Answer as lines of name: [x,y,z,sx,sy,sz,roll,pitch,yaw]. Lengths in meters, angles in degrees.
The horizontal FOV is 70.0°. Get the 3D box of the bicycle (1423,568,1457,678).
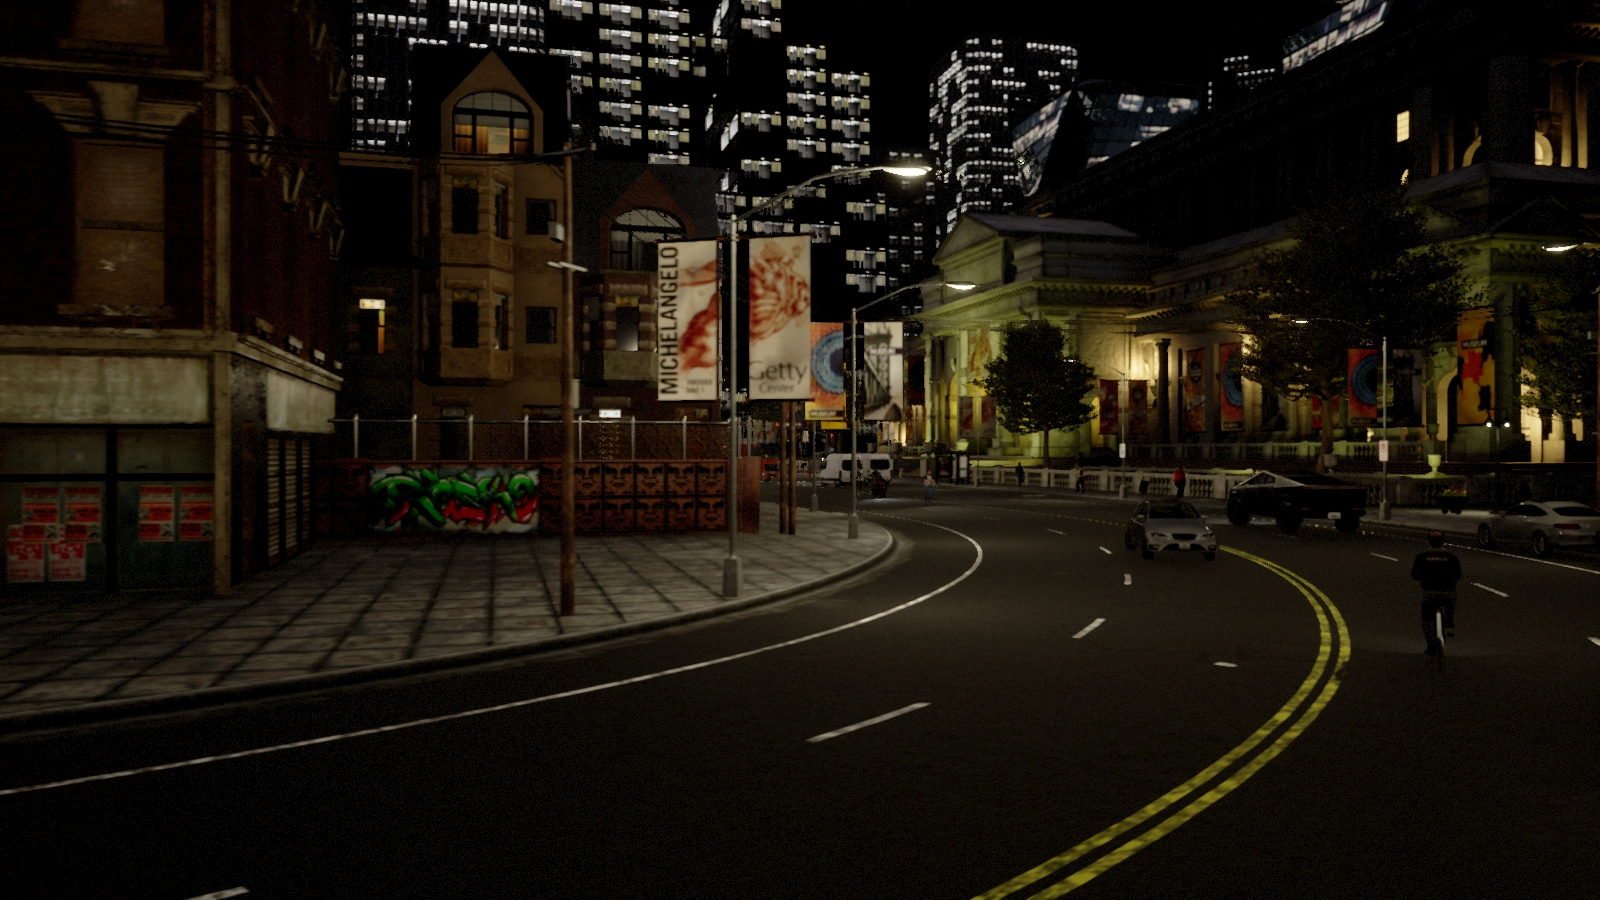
bicycle: [8.336,2.212,14.899,0.329,1.171,1.835,-2,-1,29]

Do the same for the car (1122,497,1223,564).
car: [9.789,2.072,30.338,1.816,1.474,4.193,0,0,8]

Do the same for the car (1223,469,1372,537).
car: [17.185,1.761,39.945,2.390,2.098,6.274,0,0,-1]

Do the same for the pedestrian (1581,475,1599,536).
pedestrian: [24.452,1.699,35.301,0.375,1.860,0.375,0,0,-18]
